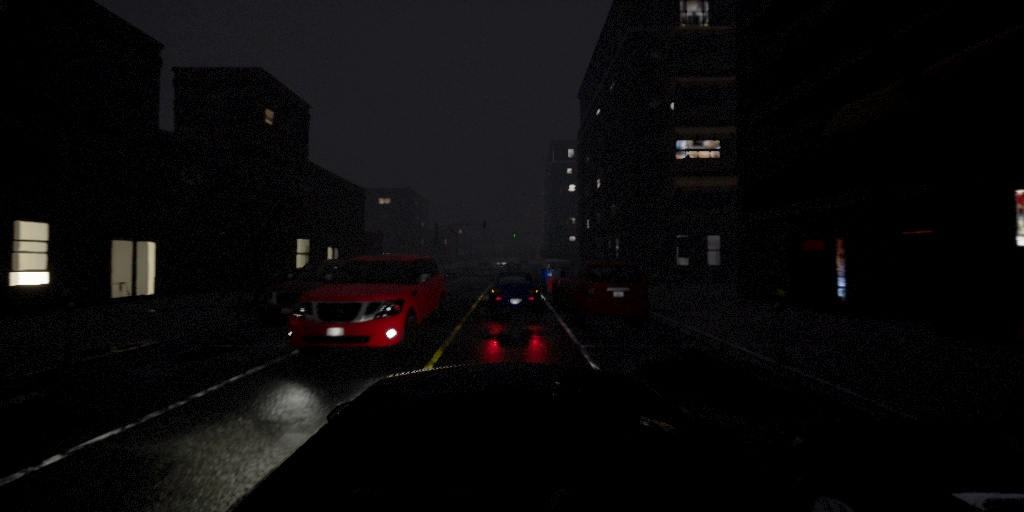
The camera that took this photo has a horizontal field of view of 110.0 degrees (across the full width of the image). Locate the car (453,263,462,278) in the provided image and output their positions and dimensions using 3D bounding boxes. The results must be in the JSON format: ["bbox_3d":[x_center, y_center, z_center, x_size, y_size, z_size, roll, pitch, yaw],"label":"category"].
[{"bbox_3d":[-5.690,1.285,33.163,2.007,1.370,4.403,0,0,0],"label":"car"}]

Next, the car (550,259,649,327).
[{"bbox_3d":[2.692,1.060,11.526,2.192,1.841,5.009,0,0,0],"label":"car"}]

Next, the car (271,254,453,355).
[{"bbox_3d":[-3.099,0.968,9.047,2.150,2.045,5.566,0,0,0],"label":"car"}]

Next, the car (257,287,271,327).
[{"bbox_3d":[-5.689,1.060,11.534,2.192,1.841,5.009,0,0,0],"label":"car"}]

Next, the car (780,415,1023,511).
[{"bbox_3d":[2.692,1.301,0.712,2.007,1.370,4.403,0,0,0],"label":"car"}]

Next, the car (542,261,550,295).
[{"bbox_3d":[2.692,1.182,16.934,1.967,1.591,4.097,0,0,0],"label":"car"}]

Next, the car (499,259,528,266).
[{"bbox_3d":[0.099,1.282,31.967,2.033,1.411,5.357,0,0,0],"label":"car"}]

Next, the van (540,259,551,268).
[{"bbox_3d":[2.692,1.081,22.341,1.690,1.789,3.998,0,0,0],"label":"van"}]

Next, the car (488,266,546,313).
[{"bbox_3d":[0.098,1.270,13.781,1.812,1.442,4.674,0,0,0],"label":"car"}]
